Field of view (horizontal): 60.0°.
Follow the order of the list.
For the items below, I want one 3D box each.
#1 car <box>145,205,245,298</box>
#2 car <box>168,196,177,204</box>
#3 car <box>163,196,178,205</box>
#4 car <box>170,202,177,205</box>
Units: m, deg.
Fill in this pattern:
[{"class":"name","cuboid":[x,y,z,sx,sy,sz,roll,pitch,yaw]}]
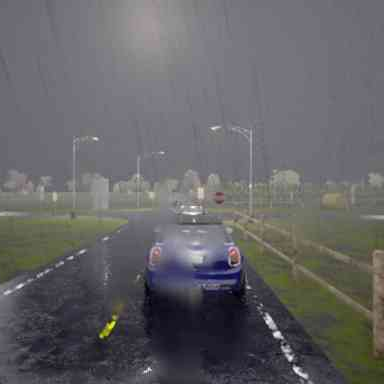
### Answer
[{"class":"car","cuboid":[0.054,1.379,8.784,2.097,1.767,4.553,0,0,0]},{"class":"car","cuboid":[-4.115,1.664,71.392,1.882,1.535,5.008,0,0,-2]},{"class":"car","cuboid":[-3.696,1.658,55.903,1.837,1.490,4.892,0,0,-1]},{"class":"car","cuboid":[-0.043,1.552,19.513,2.128,1.511,4.902,0,0,-1]}]
